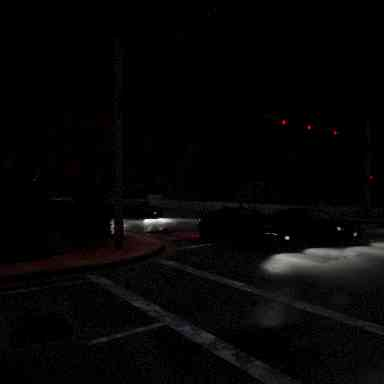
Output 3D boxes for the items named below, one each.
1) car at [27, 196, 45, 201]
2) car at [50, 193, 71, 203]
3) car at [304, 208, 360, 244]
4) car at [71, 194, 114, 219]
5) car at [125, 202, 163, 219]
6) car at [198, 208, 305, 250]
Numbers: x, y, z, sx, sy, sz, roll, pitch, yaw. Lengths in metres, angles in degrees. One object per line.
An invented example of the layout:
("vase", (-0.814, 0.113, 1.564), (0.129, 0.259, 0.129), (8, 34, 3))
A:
("car", (-22.385, 1.349, 47.478), (2.097, 1.767, 4.553), (0, 0, -37))
("car", (-19.300, 1.221, 49.195), (2.150, 2.045, 5.566), (0, 0, -36))
("car", (5.546, 1.522, 15.966), (1.812, 1.442, 4.674), (0, 0, -36))
("car", (-8.102, 1.219, 28.364), (2.150, 2.045, 5.566), (0, 0, -37))
("car", (-4.244, 1.561, 29.058), (1.994, 1.385, 4.181), (0, 0, -37))
("car", (2.195, 1.503, 14.606), (1.837, 1.490, 4.892), (0, 0, -36))
